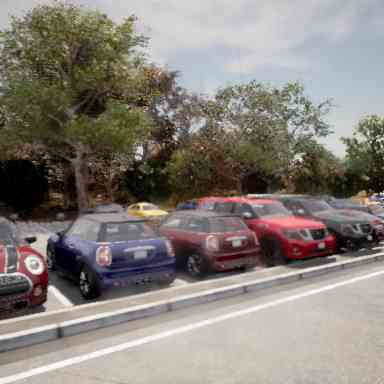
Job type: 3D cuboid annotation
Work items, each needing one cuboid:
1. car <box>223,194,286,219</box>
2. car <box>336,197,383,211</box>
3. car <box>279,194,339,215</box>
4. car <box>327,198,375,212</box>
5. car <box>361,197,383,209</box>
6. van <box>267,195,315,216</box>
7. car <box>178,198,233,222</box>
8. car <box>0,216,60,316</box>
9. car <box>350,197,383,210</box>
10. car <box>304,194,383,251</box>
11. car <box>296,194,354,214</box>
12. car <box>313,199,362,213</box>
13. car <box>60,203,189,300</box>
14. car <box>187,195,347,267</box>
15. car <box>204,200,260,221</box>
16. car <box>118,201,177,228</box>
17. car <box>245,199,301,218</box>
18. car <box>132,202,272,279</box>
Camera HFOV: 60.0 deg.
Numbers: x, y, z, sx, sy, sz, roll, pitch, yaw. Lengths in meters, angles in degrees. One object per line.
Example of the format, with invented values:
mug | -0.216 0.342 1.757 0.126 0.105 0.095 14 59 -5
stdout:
car | 5.565 1.261 30.624 2.435 2.045 5.566 0 0 -36
car | 21.277 1.505 42.062 1.946 1.575 5.366 0 0 -36
car | 12.336 1.275 35.471 2.435 2.045 5.566 0 0 -36
car | 19.148 1.550 40.275 2.163 1.488 4.792 0 0 -36
car | 25.905 1.482 45.140 2.231 1.521 4.892 0 0 -36
van | 10.028 1.296 33.926 1.878 1.987 4.442 0 0 -36
car | 1.049 1.378 27.394 2.185 1.767 4.553 0 0 -36
car | -4.646 1.350 7.233 2.185 1.767 4.553 0 0 -36
car | 23.646 1.496 43.524 2.097 1.535 5.008 0 0 -36
car | 4.507 1.243 13.711 2.435 2.045 5.566 0 0 -36
car | 14.627 1.275 37.041 2.435 2.045 5.566 0 0 -36
car | 16.851 1.553 38.702 2.163 1.488 4.792 0 0 -36
car | -2.330 1.354 8.814 2.185 1.767 4.553 0 0 -36
car | 2.227 1.238 12.080 2.435 2.045 5.566 0 0 -36
car | 3.341 1.538 28.962 2.163 1.488 4.792 0 0 -36
car | -3.339 1.491 23.988 1.946 1.575 5.366 0 0 -36
car | 7.731 1.514 32.368 1.946 1.575 5.366 0 0 -36
car | -0.051 1.359 10.446 2.185 1.767 4.553 0 0 -36
